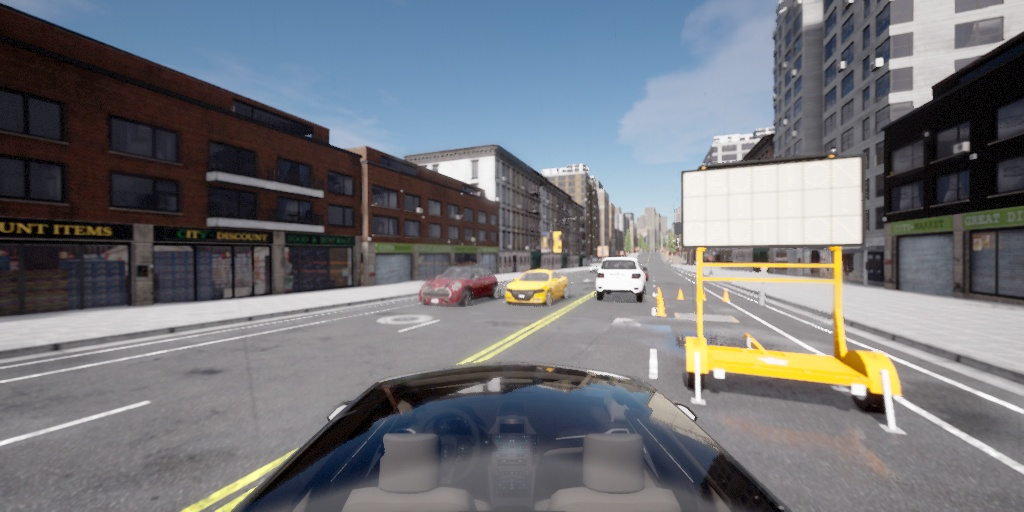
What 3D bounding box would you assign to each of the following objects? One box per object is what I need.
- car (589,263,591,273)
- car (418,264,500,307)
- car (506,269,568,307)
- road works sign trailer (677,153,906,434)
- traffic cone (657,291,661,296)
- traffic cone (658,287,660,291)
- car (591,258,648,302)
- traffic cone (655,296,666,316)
[{"bbox_3d":[13.564,1.615,56.546,2.150,2.045,5.566,0,-1,22],"label":"car"},{"bbox_3d":[-2.296,1.251,16.575,2.097,1.767,4.553,0,-1,22],"label":"car"},{"bbox_3d":[1.311,1.385,16.855,1.882,1.535,5.008,0,-1,22],"label":"car"},{"bbox_3d":[4.067,0.261,5.827,2.380,3.560,2.880,0,0,24],"label":"road works sign trailer"},{"bbox_3d":[6.068,1.846,14.692,0.340,0.580,0.340,0,0,22],"label":"traffic cone"},{"bbox_3d":[6.805,1.867,16.551,0.340,0.580,0.340,0,0,22],"label":"traffic cone"},{"bbox_3d":[5.818,1.149,18.872,2.150,2.045,5.566,0,-2,22],"label":"car"},{"bbox_3d":[5.331,1.826,12.832,0.340,0.580,0.340,0,0,22],"label":"traffic cone"}]
